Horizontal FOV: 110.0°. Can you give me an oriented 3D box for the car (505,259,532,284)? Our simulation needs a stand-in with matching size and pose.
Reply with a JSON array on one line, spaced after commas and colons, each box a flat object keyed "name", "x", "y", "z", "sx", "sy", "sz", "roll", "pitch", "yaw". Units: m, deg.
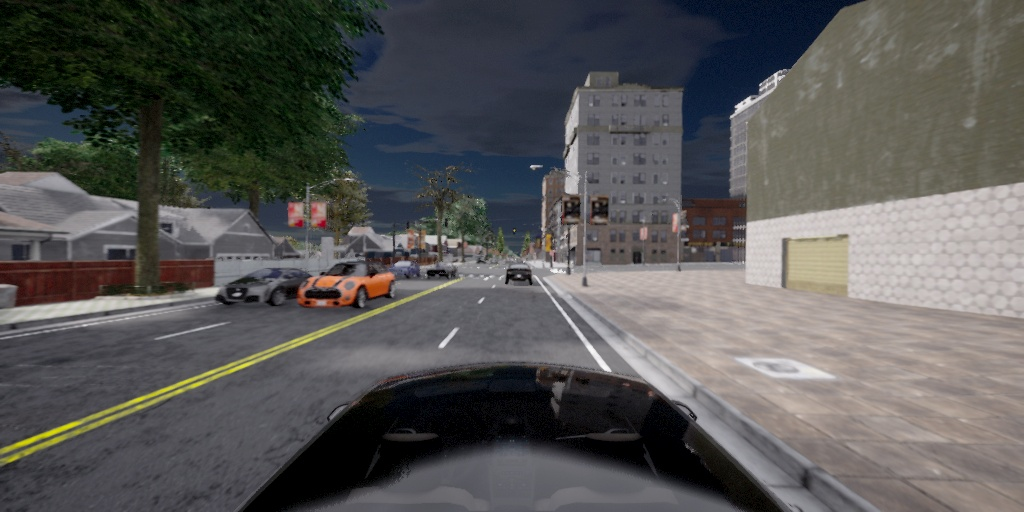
[{"name": "car", "x": 0.531, "y": 1.248, "z": 27.352, "sx": 1.882, "sy": 1.535, "sz": 5.008, "roll": 1, "pitch": 0, "yaw": 1}]

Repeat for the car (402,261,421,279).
[{"name": "car", "x": -9.151, "y": 1.137, "z": 30.646, "sx": 1.812, "sy": 1.442, "sz": 4.674, "roll": 1, "pitch": 0, "yaw": 1}]

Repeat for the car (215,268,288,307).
[{"name": "car", "x": -9.591, "y": 1.165, "z": 14.576, "sx": 1.994, "sy": 1.385, "sz": 4.181, "roll": 1, "pitch": 0, "yaw": 2}]

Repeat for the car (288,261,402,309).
[{"name": "car", "x": -6.348, "y": 1.001, "z": 14.342, "sx": 2.097, "sy": 1.767, "sz": 4.553, "roll": 1, "pitch": 0, "yaw": 2}]

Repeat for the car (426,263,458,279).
[{"name": "car", "x": -5.900, "y": 1.256, "z": 30.650, "sx": 1.895, "sy": 1.301, "sz": 4.718, "roll": 1, "pitch": 0, "yaw": 1}]
